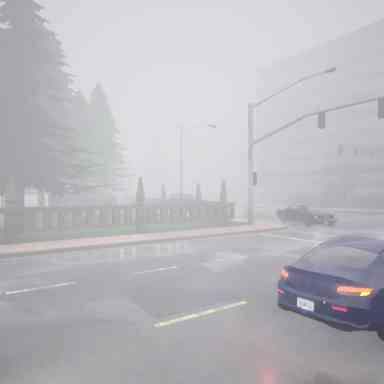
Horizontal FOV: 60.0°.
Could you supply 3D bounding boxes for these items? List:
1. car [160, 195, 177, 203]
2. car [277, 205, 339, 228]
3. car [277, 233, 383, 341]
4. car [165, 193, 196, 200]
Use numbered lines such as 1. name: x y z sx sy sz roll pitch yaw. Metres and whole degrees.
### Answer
1. car: -4.914 1.444 69.387 2.128 1.511 4.902 0 0 14
2. car: 7.769 1.570 22.719 1.895 1.301 4.718 0 1 -15
3. car: 3.593 1.526 6.332 4.674 1.442 1.812 0 0 -35
4. car: -0.798 1.166 38.075 2.150 2.045 5.566 0 0 -28
